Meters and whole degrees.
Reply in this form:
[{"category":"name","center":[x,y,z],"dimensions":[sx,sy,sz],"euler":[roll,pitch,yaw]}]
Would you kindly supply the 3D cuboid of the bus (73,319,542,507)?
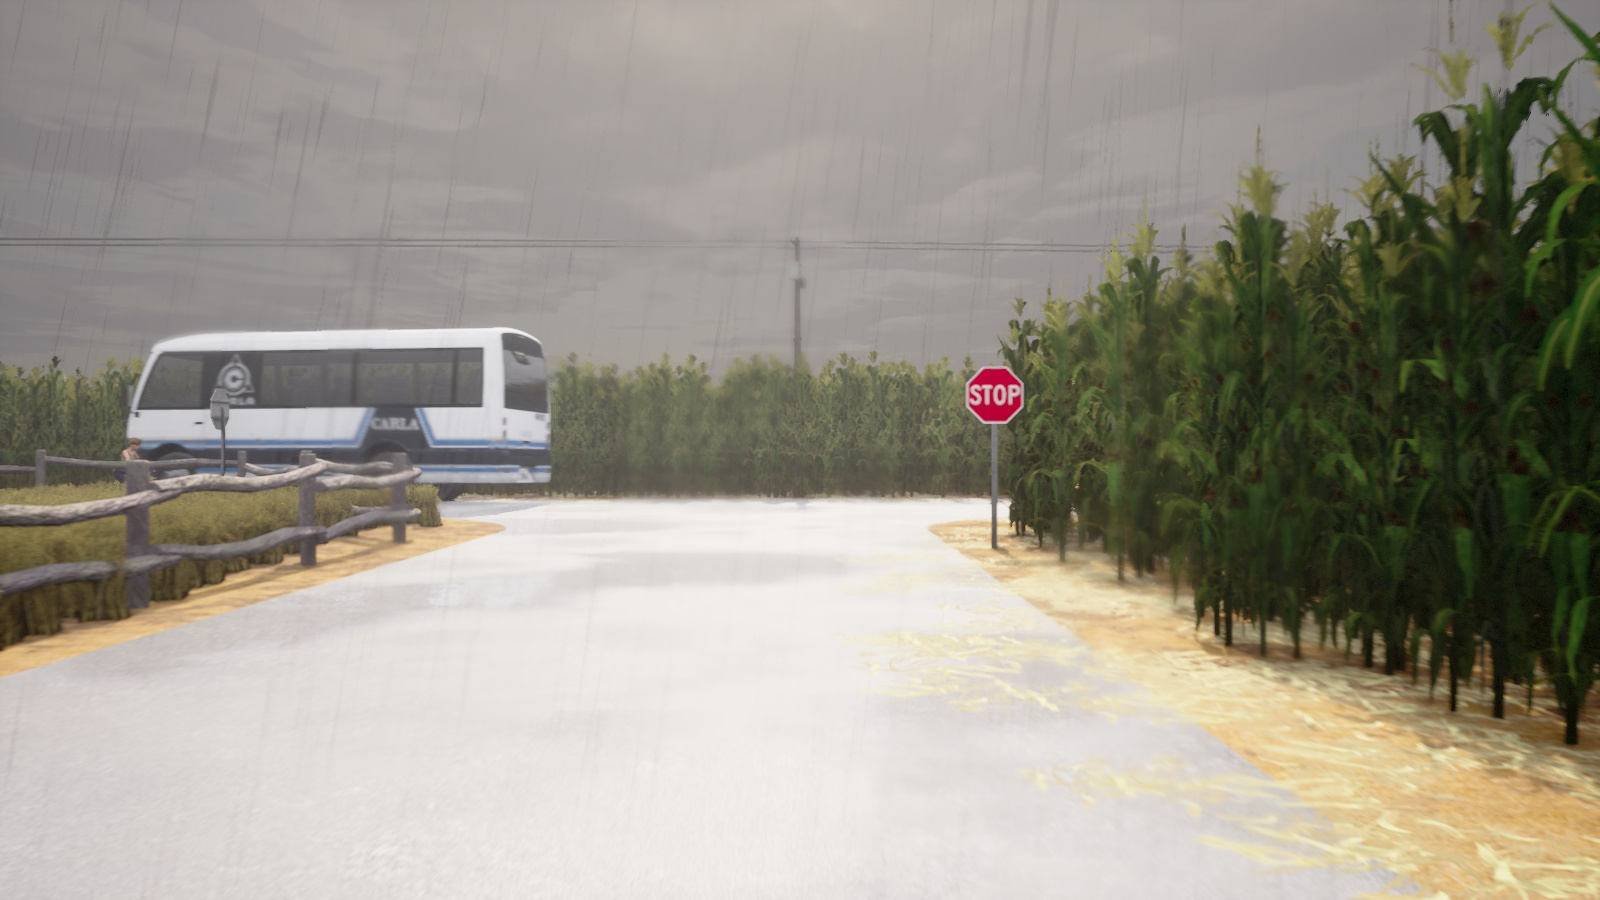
[{"category":"bus","center":[-12.037,-0.816,31.204],"dimensions":[10.273,4.253,3.944],"euler":[0,-1,10]}]
